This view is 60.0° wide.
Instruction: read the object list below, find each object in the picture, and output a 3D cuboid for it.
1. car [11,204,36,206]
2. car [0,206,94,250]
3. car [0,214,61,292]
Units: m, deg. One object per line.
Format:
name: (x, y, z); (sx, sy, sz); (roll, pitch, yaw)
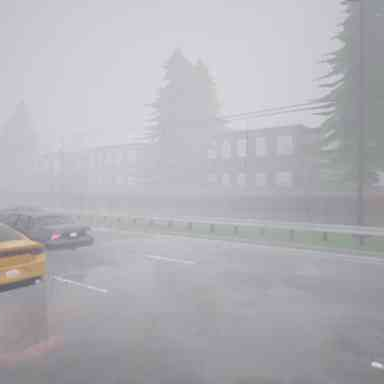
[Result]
car: (-10.189, 1.420, 19.851); (4.181, 1.385, 1.994); (1, 0, 35)
car: (-6.003, 1.459, 12.569); (5.357, 1.411, 2.033); (0, 0, 35)
car: (-5.497, 1.412, 7.909); (5.008, 1.535, 1.882); (1, 0, 36)
